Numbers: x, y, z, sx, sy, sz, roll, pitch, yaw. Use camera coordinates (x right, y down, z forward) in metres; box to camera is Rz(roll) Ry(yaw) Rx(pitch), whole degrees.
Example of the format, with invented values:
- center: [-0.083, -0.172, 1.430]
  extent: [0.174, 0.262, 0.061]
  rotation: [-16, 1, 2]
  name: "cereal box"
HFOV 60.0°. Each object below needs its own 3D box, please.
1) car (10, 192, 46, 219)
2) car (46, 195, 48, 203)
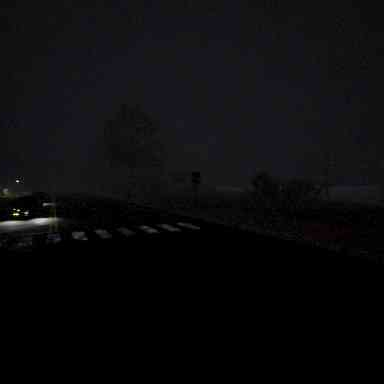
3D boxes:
- center: [-11.900, 1.070, 24.220]
  extent: [1.837, 1.490, 4.892]
  rotation: [-3, 3, -23]
  name: "car"
- center: [-19.355, 0.679, 42.065]
  extent: [2.033, 1.411, 5.357]
  rotation: [-3, 2, -23]
  name: "car"
